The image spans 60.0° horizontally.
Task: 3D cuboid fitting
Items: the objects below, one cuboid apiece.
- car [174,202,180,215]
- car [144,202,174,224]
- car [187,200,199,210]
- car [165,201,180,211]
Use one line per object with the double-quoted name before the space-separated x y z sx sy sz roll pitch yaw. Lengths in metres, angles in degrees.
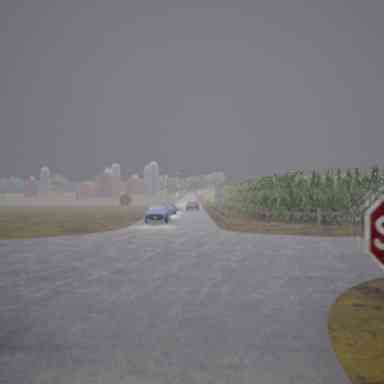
"car" -2.847 1.970 39.297 1.994 1.385 4.181 0 -1 0
"car" -2.853 1.777 28.344 1.882 1.535 5.008 0 -1 0
"car" 0.100 2.014 51.782 2.128 1.511 4.902 0 -1 0
"car" -2.843 2.101 49.375 1.895 1.301 4.718 0 -1 0
